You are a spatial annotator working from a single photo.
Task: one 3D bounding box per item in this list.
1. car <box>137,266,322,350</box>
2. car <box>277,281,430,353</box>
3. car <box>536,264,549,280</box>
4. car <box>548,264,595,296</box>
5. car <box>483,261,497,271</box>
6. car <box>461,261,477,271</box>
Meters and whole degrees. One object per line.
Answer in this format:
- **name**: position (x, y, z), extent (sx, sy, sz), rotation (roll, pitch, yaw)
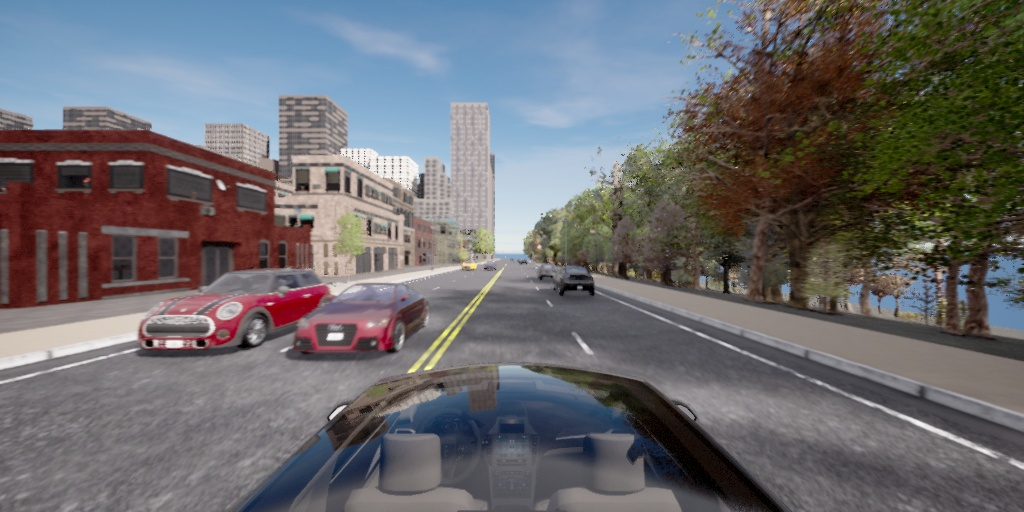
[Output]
- **car**: position (-6.587, 1.133, 9.243), extent (2.097, 1.767, 4.553), rotation (0, 0, 0)
- **car**: position (-3.340, 1.343, 8.765), extent (1.994, 1.385, 4.181), rotation (0, 0, 0)
- **car**: position (3.294, 1.425, 33.109), extent (2.033, 1.411, 5.357), rotation (0, 0, 1)
- **car**: position (3.353, 1.331, 20.160), extent (1.837, 1.490, 4.892), rotation (0, 0, 0)
- **car**: position (-3.275, 1.509, 54.902), extent (2.033, 1.411, 5.357), rotation (0, 0, 1)
- **car**: position (-6.531, 1.440, 54.925), extent (1.882, 1.535, 5.008), rotation (0, 0, 1)
